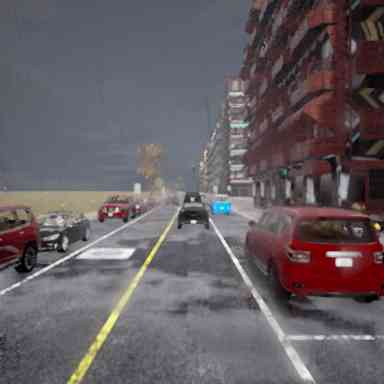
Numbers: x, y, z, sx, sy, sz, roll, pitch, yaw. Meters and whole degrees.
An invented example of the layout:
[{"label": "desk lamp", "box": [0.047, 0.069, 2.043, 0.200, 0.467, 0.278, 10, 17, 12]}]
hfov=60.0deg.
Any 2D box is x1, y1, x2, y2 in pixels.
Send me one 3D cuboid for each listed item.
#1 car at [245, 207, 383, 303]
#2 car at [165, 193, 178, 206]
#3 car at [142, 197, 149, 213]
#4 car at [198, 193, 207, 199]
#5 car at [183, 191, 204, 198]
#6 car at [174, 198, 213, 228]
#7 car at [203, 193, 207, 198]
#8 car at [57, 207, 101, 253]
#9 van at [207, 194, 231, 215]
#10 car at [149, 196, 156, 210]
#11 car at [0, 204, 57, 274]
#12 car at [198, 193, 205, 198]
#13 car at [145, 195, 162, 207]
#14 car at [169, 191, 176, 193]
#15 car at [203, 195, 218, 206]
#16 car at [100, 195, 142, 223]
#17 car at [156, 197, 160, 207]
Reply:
[{"label": "car", "box": [2.571, 1.257, 8.021, 2.192, 1.841, 5.009, 1, 0, 0]}, {"label": "car", "box": [-2.785, 1.208, 47.203, 2.033, 1.411, 5.357, 0, 0, 0]}, {"label": "car", "box": [-5.327, 1.225, 29.794, 1.967, 1.590, 4.097, 1, 0, 0]}, {"label": "car", "box": [2.515, 0.983, 79.349, 2.008, 1.369, 4.403, 1, 0, 0]}, {"label": "car", "box": [0.070, 0.937, 39.715, 2.150, 2.045, 5.566, 0, 1, 0]}, {"label": "car", "box": [0.085, 1.356, 20.771, 1.837, 1.490, 4.892, 0, 1, 0]}, {"label": "car", "box": [2.549, 1.183, 35.746, 1.967, 1.590, 4.097, 1, 0, 0]}, {"label": "car", "box": [-5.316, 1.455, 13.186, 2.008, 1.369, 4.403, 1, 0, 0]}, {"label": "van", "box": [2.554, 1.124, 30.200, 1.690, 1.788, 3.998, 1, 0, 0]}, {"label": "car", "box": [-5.332, 1.296, 35.330, 2.008, 1.369, 4.403, 1, 0, 0]}, {"label": "car", "box": [-5.309, 1.259, 7.648, 2.192, 1.841, 5.009, 1, 0, 0]}, {"label": "car", "box": [2.506, 0.934, 90.671, 1.802, 1.307, 4.206, 1, 0, 0]}, {"label": "car", "box": [-5.340, 1.193, 46.233, 1.752, 1.417, 4.829, 1, 0, 0]}, {"label": "car", "box": [-5.372, 0.796, 90.187, 1.967, 1.590, 4.097, 1, 0, 0]}, {"label": "car", "box": [2.540, 1.187, 47.005, 1.752, 1.417, 4.829, 1, 0, 0]}, {"label": "car", "box": [-5.321, 1.140, 24.256, 2.192, 1.841, 5.009, 1, 0, 0]}, {"label": "car", "box": [-5.336, 1.251, 40.867, 1.887, 1.381, 4.507, 1, 0, 0]}]
